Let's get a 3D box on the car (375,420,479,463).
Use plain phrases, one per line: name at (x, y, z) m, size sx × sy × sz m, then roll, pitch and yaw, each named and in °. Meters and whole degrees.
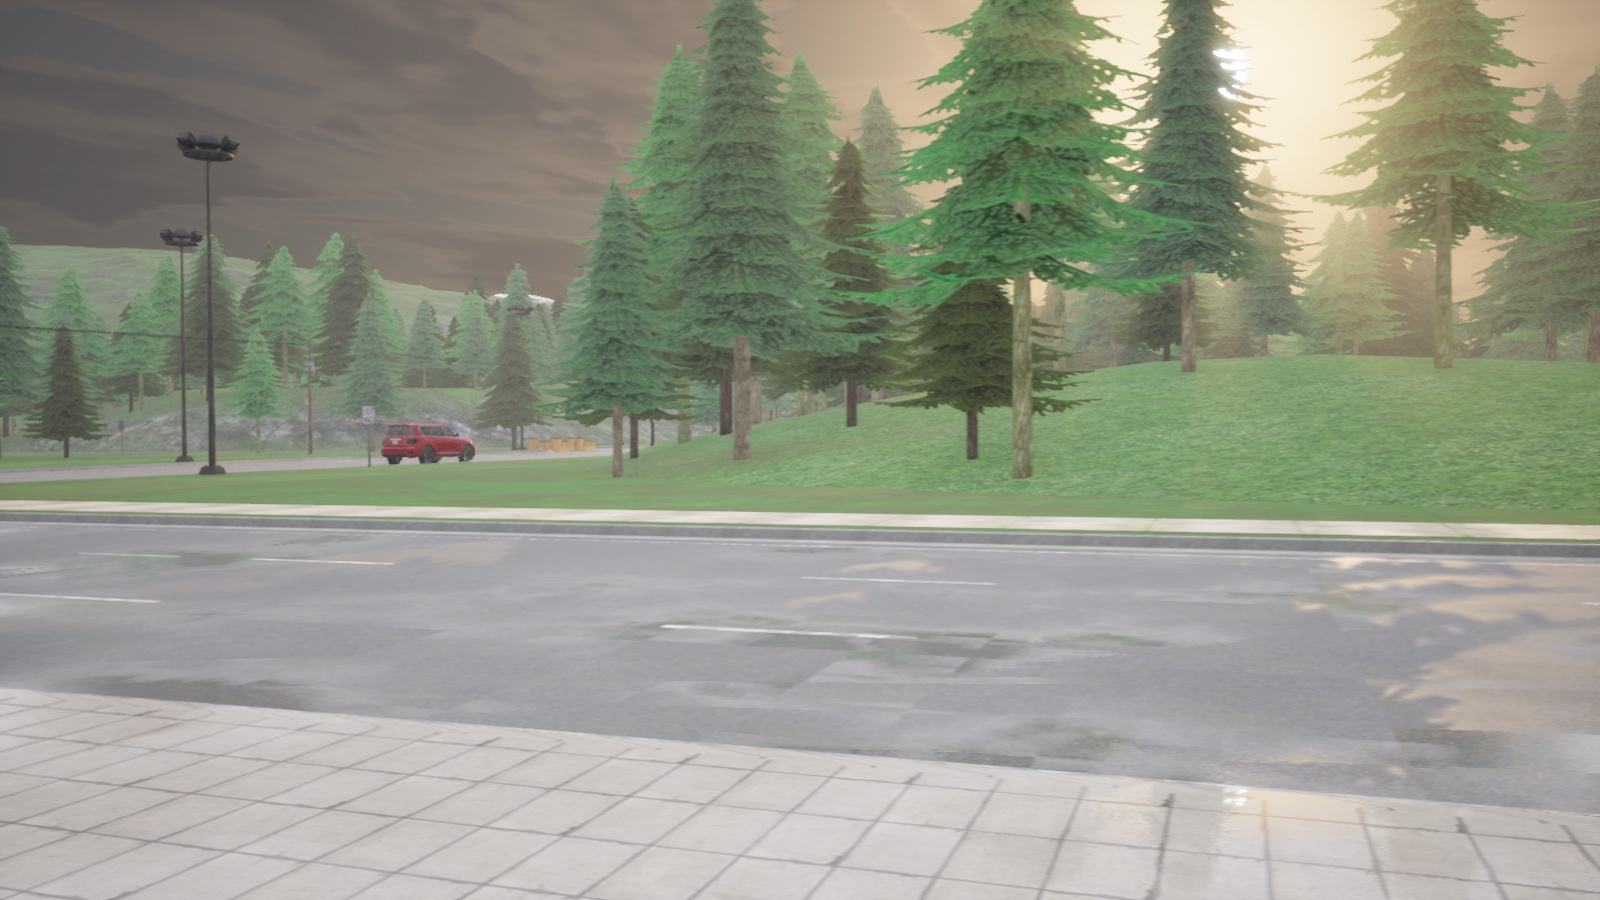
car at (-18.576, -0.434, 62.902) m, size 2.150 × 2.045 × 5.566 m, roll 0°, pitch 1°, yaw 19°
